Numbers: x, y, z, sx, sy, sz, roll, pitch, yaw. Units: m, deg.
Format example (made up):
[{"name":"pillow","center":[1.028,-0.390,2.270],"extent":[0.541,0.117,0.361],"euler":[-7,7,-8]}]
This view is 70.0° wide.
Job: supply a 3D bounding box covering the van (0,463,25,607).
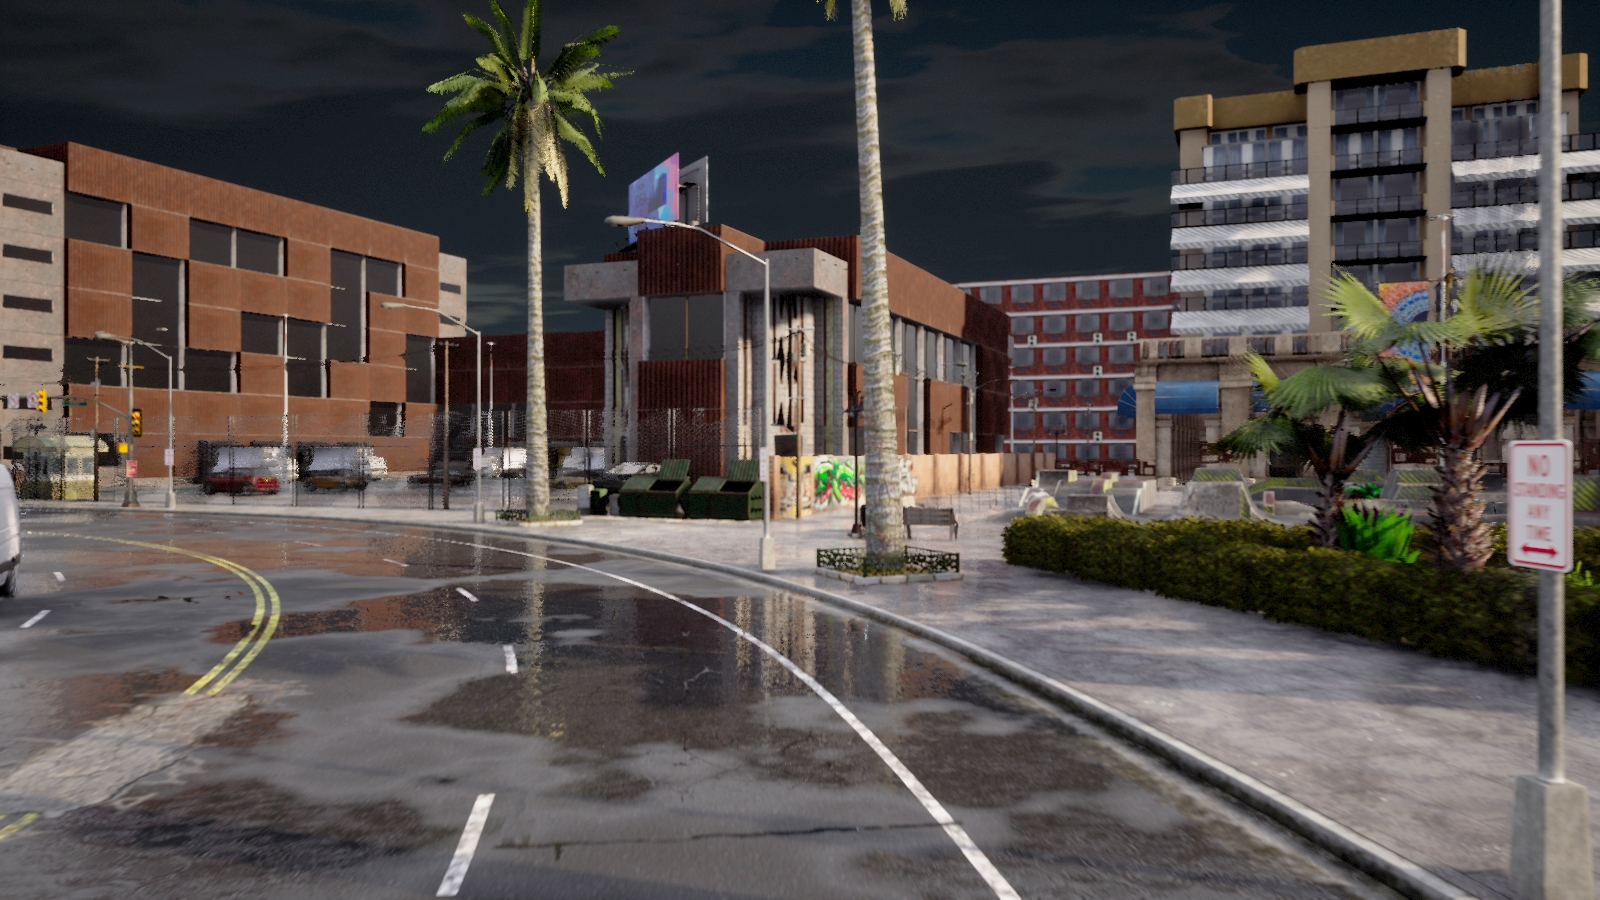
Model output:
[{"name":"van","center":[-15.154,1.536,19.848],"extent":[1.988,2.561,5.915],"euler":[0,0,-26]}]
